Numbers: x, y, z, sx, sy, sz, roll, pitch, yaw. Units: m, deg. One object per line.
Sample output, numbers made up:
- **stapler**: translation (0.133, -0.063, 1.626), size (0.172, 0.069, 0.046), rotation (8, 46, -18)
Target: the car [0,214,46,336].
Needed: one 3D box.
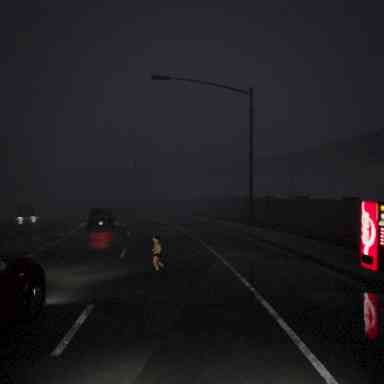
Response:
- **car**: translation (-3.716, 1.366, 4.407), size (2.097, 1.767, 4.553), rotation (0, 0, -3)

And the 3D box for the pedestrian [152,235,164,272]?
- **pedestrian**: translation (-0.959, 1.737, 9.688), size (0.500, 1.100, 0.500), rotation (-1, 0, -6)

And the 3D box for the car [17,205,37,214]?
- **car**: translation (-21.377, 2.402, 42.832), size (1.812, 1.442, 4.674), rotation (0, -1, -32)

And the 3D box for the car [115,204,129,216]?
- **car**: translation (-9.406, 2.251, 42.800), size (2.128, 1.511, 4.902), rotation (0, -1, -25)

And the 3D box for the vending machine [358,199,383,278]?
- **vending machine**: translation (5.438, 1.247, 9.325), size (1.100, 2.100, 0.880), rotation (1, 0, -5)

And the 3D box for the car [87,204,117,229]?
- **car**: translation (-6.716, 1.879, 24.671), size (1.837, 1.490, 4.892), rotation (0, -1, -14)
